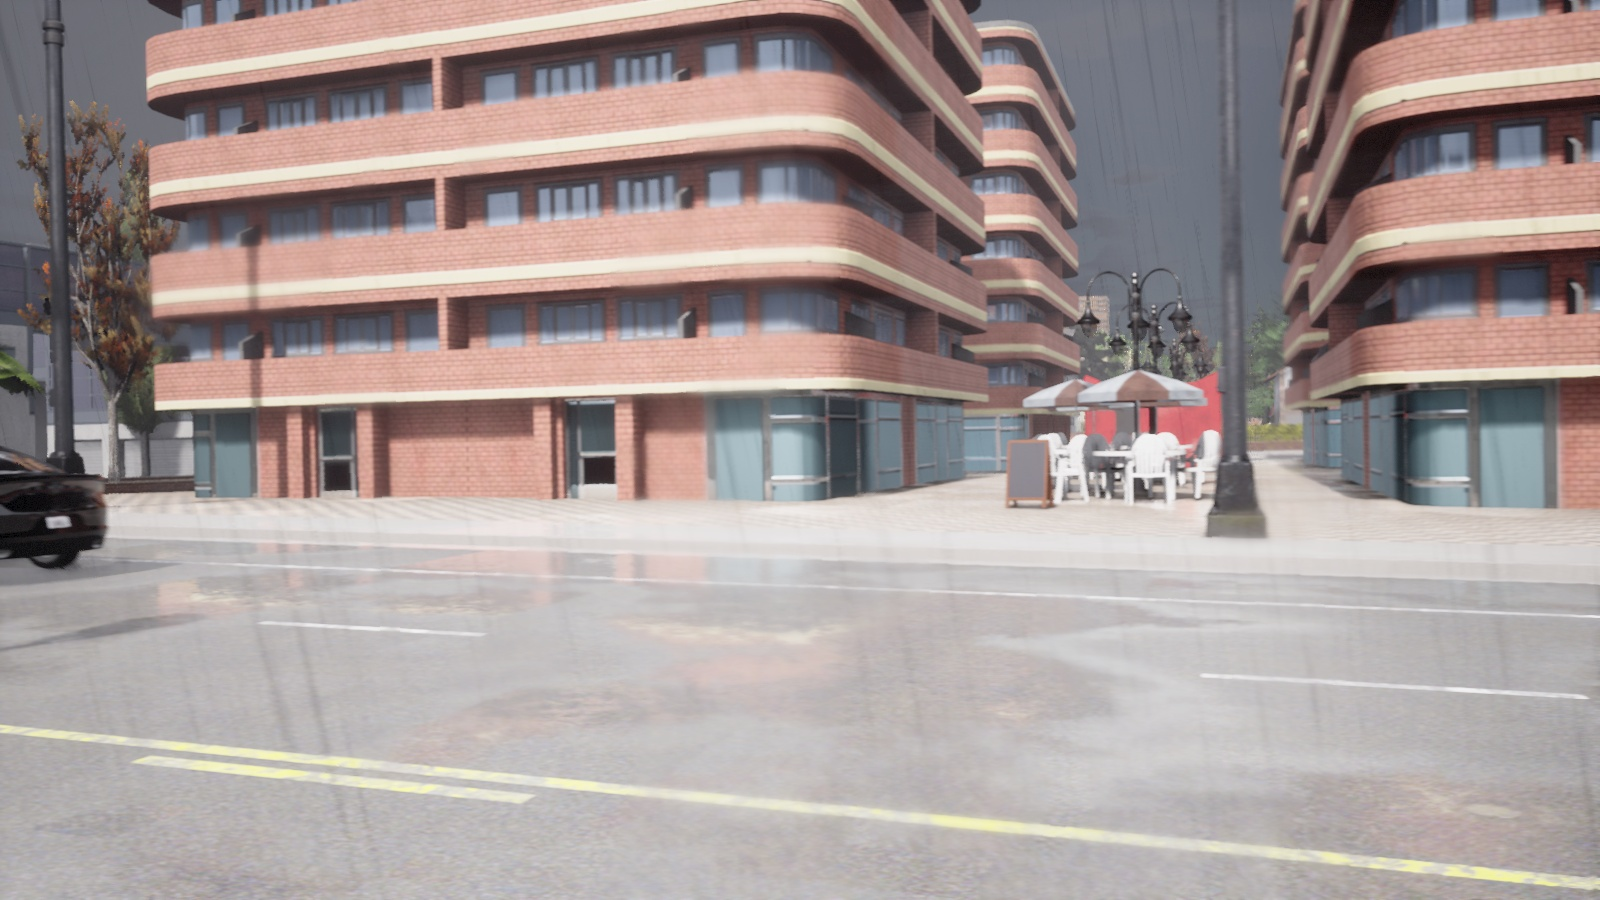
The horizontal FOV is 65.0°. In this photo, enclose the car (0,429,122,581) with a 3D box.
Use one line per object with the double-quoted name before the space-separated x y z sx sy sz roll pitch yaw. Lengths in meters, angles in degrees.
"car" -10.311 0.532 14.046 5.008 1.535 1.882 1 1 19
